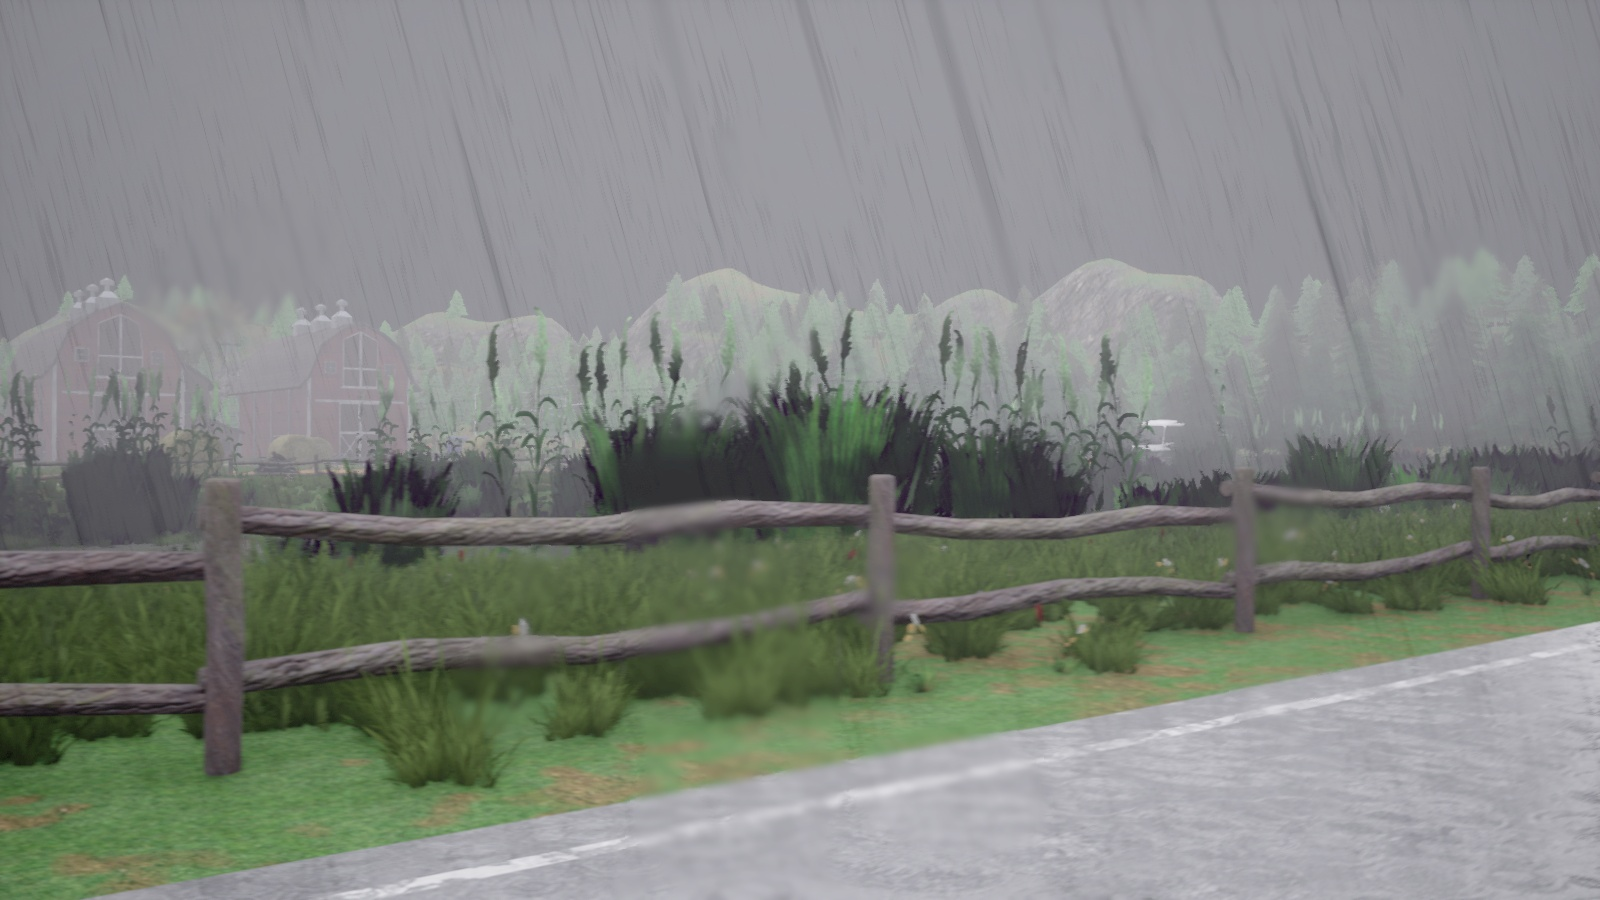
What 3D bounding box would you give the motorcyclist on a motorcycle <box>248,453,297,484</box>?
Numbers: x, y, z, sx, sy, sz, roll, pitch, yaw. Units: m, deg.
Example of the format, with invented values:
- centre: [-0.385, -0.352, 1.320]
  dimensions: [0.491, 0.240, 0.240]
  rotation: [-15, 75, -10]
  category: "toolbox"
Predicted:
- centre: [-27.064, 0.939, 64.444]
  dimensions: [2.191, 1.530, 0.866]
  rotation: [0, 0, -38]
  category: "motorcyclist on a motorcycle"
